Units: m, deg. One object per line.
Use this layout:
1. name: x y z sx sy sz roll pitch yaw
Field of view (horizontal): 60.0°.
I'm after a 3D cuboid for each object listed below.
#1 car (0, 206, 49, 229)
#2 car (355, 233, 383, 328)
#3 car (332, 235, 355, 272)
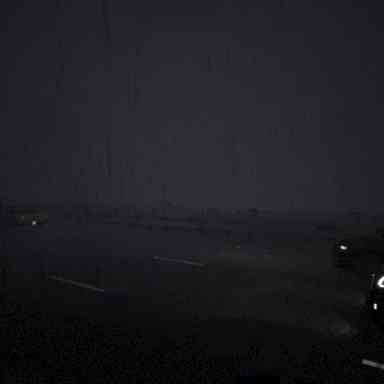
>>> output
1. car: -10.858 1.485 20.355 4.718 1.301 1.895 0 0 36
2. car: 5.039 1.362 4.696 4.553 1.767 2.097 1 0 36
3. car: 6.132 1.493 8.217 4.902 1.511 2.128 0 0 36
